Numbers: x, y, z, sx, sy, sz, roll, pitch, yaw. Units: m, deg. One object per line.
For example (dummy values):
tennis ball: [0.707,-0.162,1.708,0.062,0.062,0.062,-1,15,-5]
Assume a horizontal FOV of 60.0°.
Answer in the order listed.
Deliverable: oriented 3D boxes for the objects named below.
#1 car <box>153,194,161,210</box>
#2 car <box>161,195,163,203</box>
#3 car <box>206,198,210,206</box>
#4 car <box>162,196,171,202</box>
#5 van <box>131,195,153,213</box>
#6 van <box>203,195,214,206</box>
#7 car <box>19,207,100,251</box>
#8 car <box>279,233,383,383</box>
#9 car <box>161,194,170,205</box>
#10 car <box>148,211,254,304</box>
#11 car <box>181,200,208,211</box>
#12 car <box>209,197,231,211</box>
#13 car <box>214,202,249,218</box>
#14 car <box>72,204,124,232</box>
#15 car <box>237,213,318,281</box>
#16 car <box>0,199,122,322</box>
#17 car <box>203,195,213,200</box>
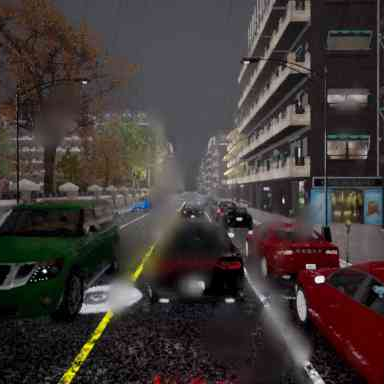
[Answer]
car: [-5.735,1.321,42.930,2.192,1.841,5.009,0,0,0]
car: [-5.738,1.558,48.465,2.008,1.369,4.403,0,0,0]
car: [2.657,1.569,31.868,1.947,1.339,4.313,0,0,0]
car: [-5.762,1.602,76.141,1.802,1.307,4.206,0,0,0]
van: [-5.729,1.345,37.394,1.690,1.788,3.998,0,0,0]
van: [2.636,1.351,54.009,1.690,1.788,3.998,0,0,0]
car: [-5.708,1.525,15.084,1.752,1.417,4.829,0,0,0]
car: [2.682,1.544,4.192,1.887,1.381,4.507,0,0,0]
car: [-5.749,1.327,59.536,2.192,1.841,5.009,0,0,0]
car: [0.089,1.477,8.245,1.882,1.535,5.008,0,0,0]
car: [0.075,1.603,27.944,1.895,1.301,4.718,0,0,0]
car: [2.661,1.442,26.333,1.967,1.590,4.097,0,0,0]
car: [2.667,1.567,20.798,1.947,1.339,4.313,0,0,0]
car: [-5.713,1.551,20.790,2.008,1.369,4.403,0,0,0]
car: [2.677,1.544,9.727,1.887,1.381,4.507,0,0,0]
car: [-3.107,1.221,7.577,2.150,2.045,5.566,0,0,0]
car: [2.643,1.574,48.473,1.947,1.339,4.313,0,0,0]
